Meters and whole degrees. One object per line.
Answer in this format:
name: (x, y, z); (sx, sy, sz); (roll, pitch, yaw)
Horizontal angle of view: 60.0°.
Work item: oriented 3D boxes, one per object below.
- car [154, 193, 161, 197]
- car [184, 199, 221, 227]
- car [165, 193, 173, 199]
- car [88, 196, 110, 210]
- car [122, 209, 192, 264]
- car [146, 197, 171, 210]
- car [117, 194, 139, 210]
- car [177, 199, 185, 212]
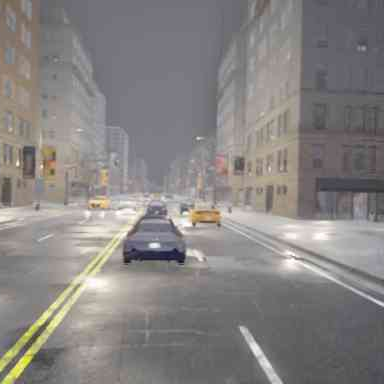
car: (-9.553, 1.051, 92.512); (2.097, 1.767, 4.553); (1, 0, -6)
car: (0.797, 1.489, 23.381); (1.882, 1.535, 5.008); (1, 0, -6)
car: (-6.362, 1.152, 93.253); (2.097, 1.767, 4.553); (1, 0, -6)
car: (-10.605, 1.204, 38.264); (1.882, 1.535, 5.008); (1, 0, -6)
car: (-1.285, 1.526, 11.649); (1.994, 1.385, 4.181); (1, 0, -6)
car: (-3.049, 1.439, 29.121); (1.812, 1.442, 4.674); (1, 0, -6)
car: (-7.343, 1.331, 38.265); (1.812, 1.442, 4.674); (1, 0, -6)
car: (-0.366, 1.486, 33.898); (1.837, 1.490, 4.892); (1, 0, -6)
